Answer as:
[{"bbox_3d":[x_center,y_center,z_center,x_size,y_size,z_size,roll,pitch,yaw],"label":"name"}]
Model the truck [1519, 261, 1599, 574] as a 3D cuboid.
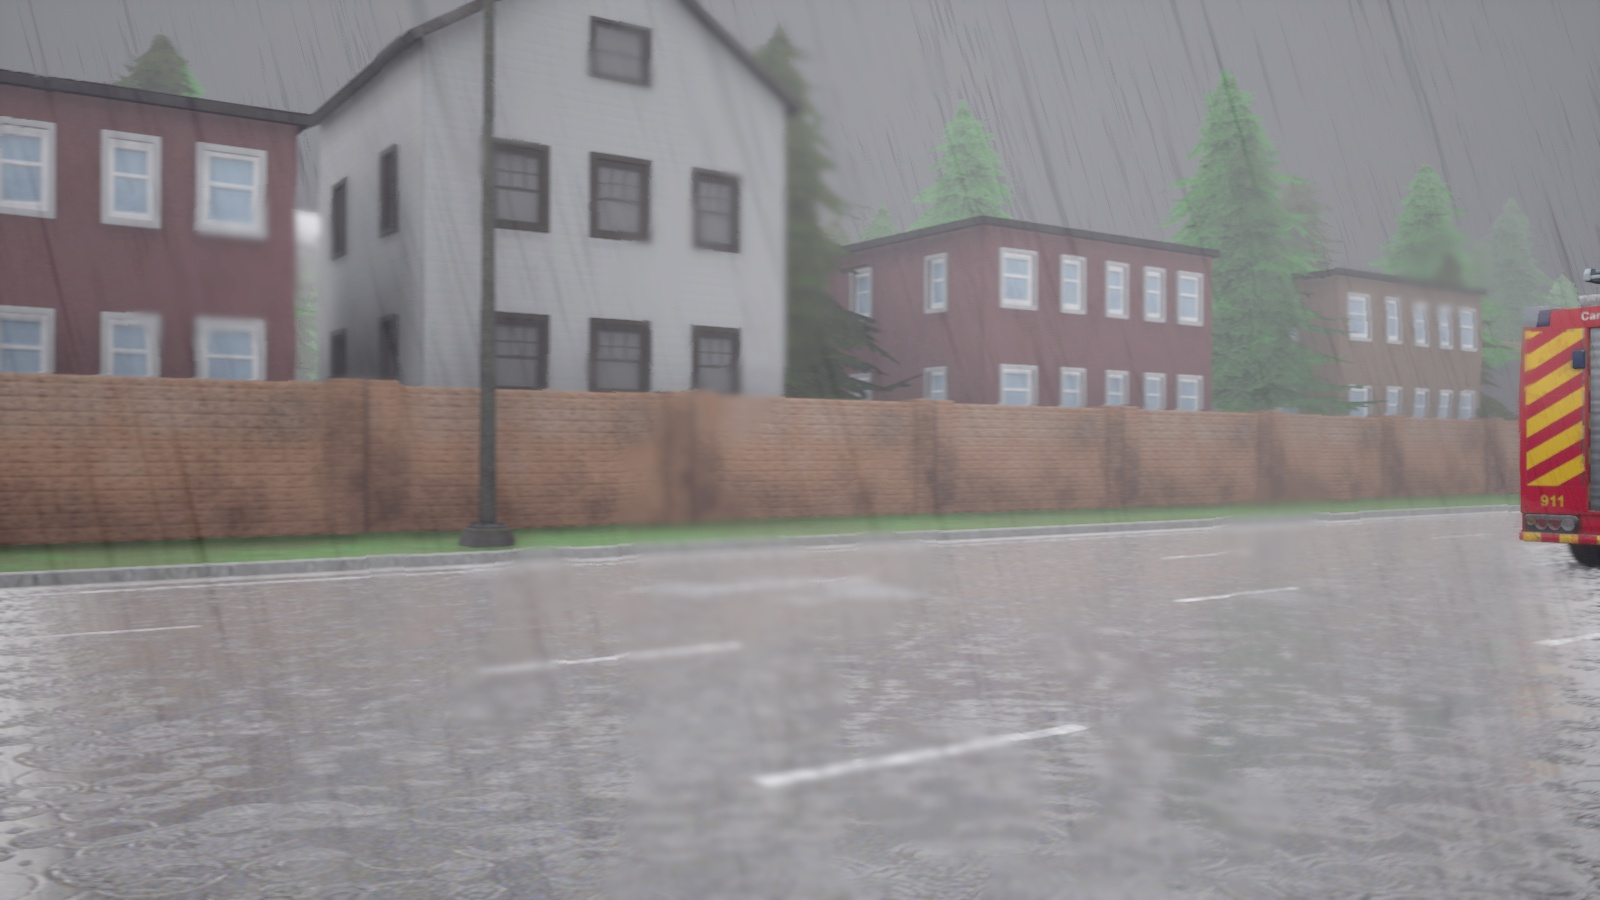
[{"bbox_3d":[13.536,-0.405,17.349,8.468,3.827,2.891,0,0,-35],"label":"truck"}]
